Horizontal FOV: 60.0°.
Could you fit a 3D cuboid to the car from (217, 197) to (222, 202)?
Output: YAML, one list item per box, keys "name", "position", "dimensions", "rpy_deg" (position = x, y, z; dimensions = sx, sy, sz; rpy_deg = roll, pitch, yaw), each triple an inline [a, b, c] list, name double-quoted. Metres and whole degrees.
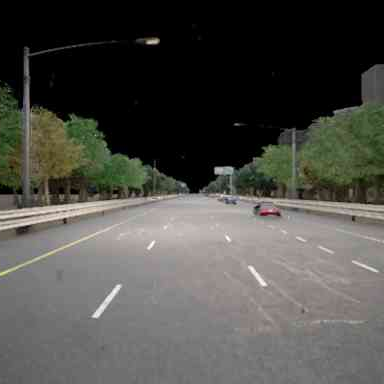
- name: "car"
  position: [7.394, 1.811, 84.528]
  dimensions: [1.895, 1.301, 4.718]
  rpy_deg: [0, 0, 1]

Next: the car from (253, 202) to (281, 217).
- name: "car"
  position: [7.057, 1.631, 31.779]
  dimensions: [1.994, 1.385, 4.181]
  rpy_deg: [0, 0, 0]

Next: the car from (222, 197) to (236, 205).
- name: "car"
  position: [7.223, 1.682, 63.390]
  dimensions: [1.812, 1.442, 4.674]
  rpy_deg: [0, 0, 0]
